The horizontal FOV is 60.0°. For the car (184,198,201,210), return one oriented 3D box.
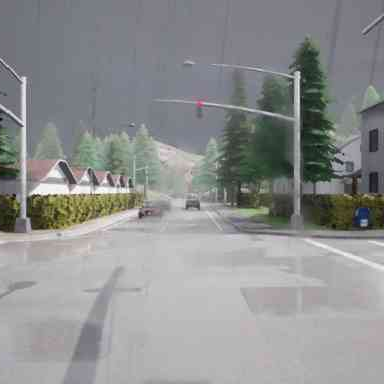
[{"bbox_3d":[0.100,1.518,43.303,1.837,1.490,4.892,0,0,0],"label":"car"}]

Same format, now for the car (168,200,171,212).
[{"bbox_3d":[-3.501,1.613,39.331,1.895,1.301,4.718,0,0,0],"label":"car"}]

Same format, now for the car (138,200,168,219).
[{"bbox_3d":[-3.501,1.573,29.336,1.994,1.385,4.181,0,0,0],"label":"car"}]
